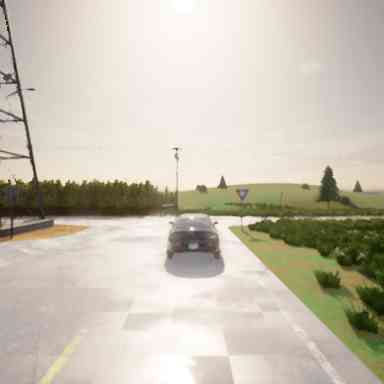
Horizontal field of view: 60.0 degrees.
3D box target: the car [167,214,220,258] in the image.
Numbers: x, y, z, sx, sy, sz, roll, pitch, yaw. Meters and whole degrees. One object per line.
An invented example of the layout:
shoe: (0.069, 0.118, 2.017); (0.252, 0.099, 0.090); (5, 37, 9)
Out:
car: (0.066, 1.557, 12.809); (1.812, 1.442, 4.674); (0, 0, 0)
